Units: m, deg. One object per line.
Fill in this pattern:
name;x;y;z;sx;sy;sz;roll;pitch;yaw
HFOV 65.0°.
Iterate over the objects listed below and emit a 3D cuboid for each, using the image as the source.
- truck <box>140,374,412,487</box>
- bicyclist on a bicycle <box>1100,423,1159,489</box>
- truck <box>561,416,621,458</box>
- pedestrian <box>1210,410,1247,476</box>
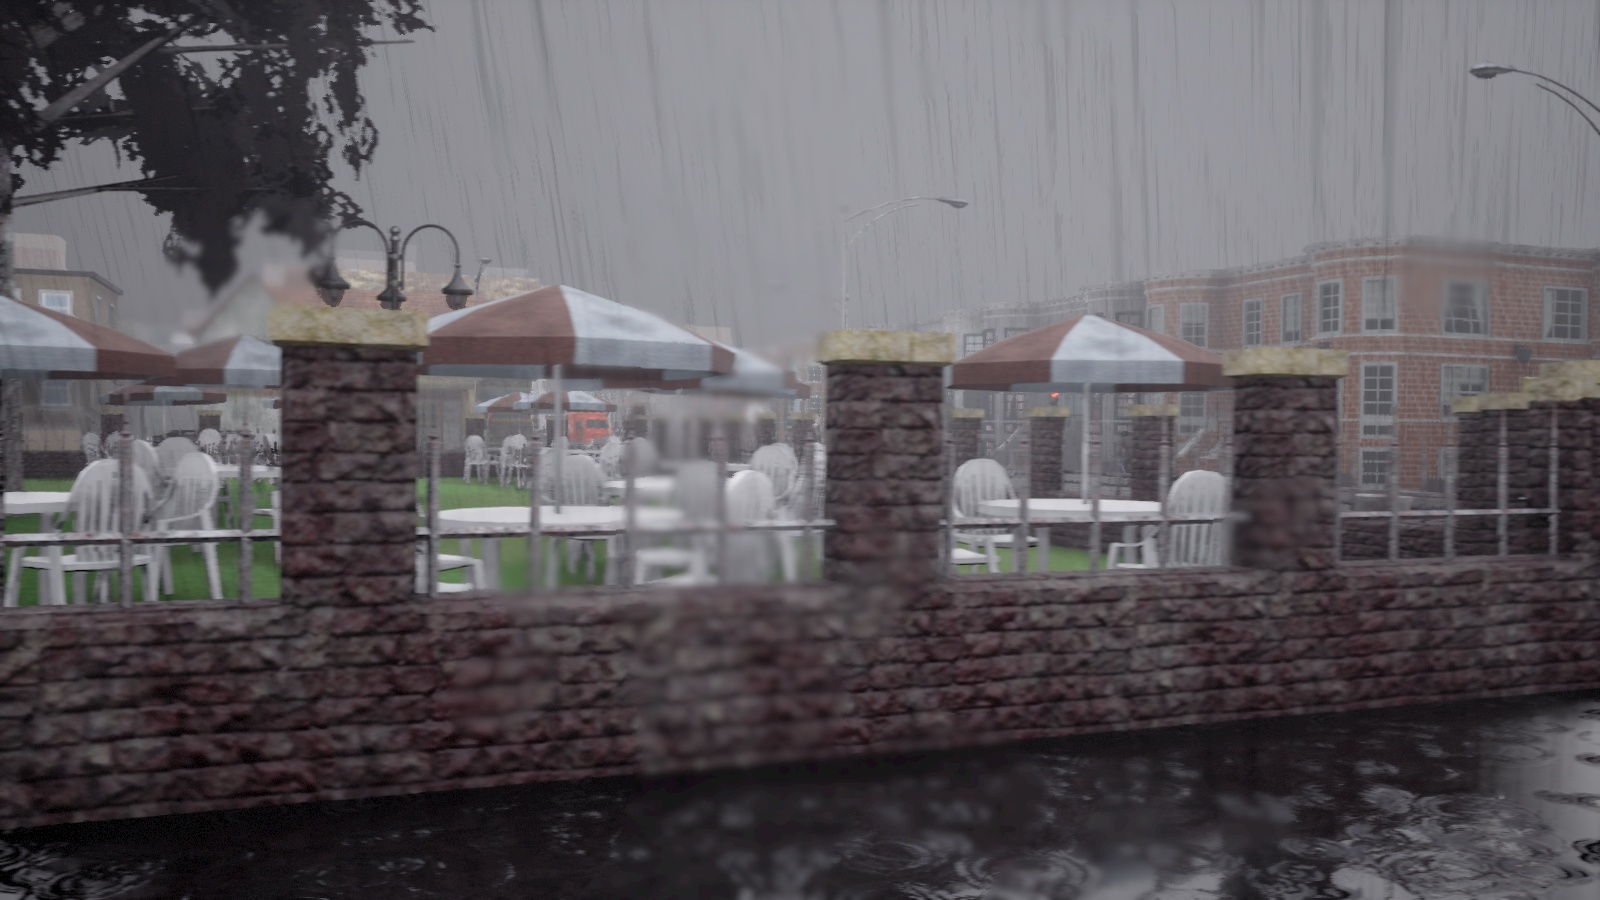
truck;-17.079;-0.673;41.397;7.936;3.462;2.891;-1;1;-21
bicyclist on a bicycle;8.365;0.141;31.932;0.582;1.620;1.656;-1;1;-21
truck;-12.794;-0.794;76.542;2.627;2.467;5.204;-1;1;-21
pedestrian;12.215;-0.210;35.832;0.634;1.844;0.899;-1;1;-9
